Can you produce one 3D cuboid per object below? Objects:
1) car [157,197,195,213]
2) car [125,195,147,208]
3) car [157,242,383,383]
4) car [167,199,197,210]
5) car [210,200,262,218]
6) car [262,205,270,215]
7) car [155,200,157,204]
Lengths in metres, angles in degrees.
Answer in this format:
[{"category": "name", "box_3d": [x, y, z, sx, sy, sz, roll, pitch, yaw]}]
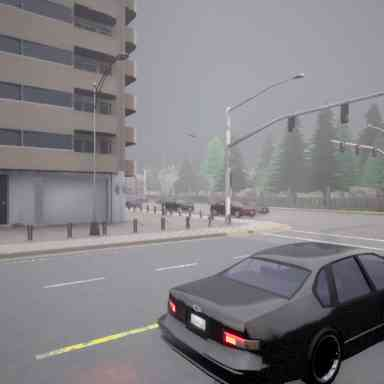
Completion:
[{"category": "car", "box_3d": [-1.681, 1.533, 38.592, 1.882, 1.535, 5.008, 0, 0, -36]}, {"category": "car", "box_3d": [-9.103, 1.601, 48.906, 2.033, 1.411, 5.357, 0, 0, -36]}, {"category": "car", "box_3d": [2.123, 1.547, 5.296, 5.357, 1.411, 2.033, 0, 0, -35]}, {"category": "car", "box_3d": [-1.373, 1.618, 44.156, 1.994, 1.385, 4.181, 0, 0, -36]}, {"category": "car", "box_3d": [3.774, 1.533, 31.023, 1.882, 1.535, 5.008, 0, 0, -36]}, {"category": "car", "box_3d": [5.892, 1.619, 34.062, 1.994, 1.385, 4.181, 0, 0, -36]}, {"category": "car", "box_3d": [-4.818, 1.603, 61.255, 2.033, 1.411, 5.357, 0, 0, -36]}]
